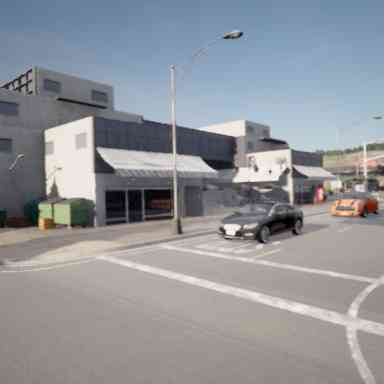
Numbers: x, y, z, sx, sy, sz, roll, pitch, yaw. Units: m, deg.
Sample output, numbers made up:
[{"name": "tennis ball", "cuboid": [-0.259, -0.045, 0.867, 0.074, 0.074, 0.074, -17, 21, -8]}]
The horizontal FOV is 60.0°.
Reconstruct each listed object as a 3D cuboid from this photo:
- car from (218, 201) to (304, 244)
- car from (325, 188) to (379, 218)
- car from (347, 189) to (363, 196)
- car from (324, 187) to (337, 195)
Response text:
[{"name": "car", "cuboid": [3.027, 1.169, 14.022, 2.128, 1.511, 4.902, -1, 0, 41]}, {"name": "car", "cuboid": [11.409, 0.780, 23.262, 2.097, 1.767, 4.553, -1, 0, 42]}, {"name": "car", "cuboid": [35.676, 0.068, 72.680, 2.007, 1.523, 4.514, -1, 0, 42]}, {"name": "car", "cuboid": [28.230, 0.199, 69.914, 1.970, 1.475, 3.806, -1, 0, 42]}]
